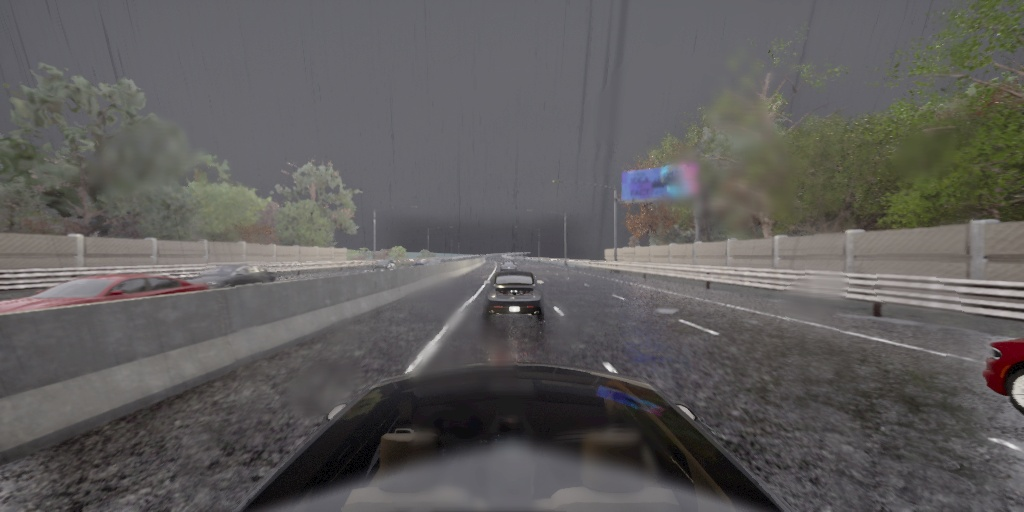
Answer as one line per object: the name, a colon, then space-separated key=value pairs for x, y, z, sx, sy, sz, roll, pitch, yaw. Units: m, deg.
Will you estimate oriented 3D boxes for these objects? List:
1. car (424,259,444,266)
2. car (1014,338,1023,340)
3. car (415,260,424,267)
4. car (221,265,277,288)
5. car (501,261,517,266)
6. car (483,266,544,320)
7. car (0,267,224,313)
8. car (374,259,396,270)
car: x=-11.337 y=1.241 z=53.908 sx=1.837 sy=1.490 sz=4.892 roll=0 pitch=0 yaw=-1
car: x=7.093 y=1.226 z=2.536 sx=1.882 sy=1.535 sz=5.008 roll=0 pitch=0 yaw=0
car: x=-15.010 y=1.332 z=60.463 sx=1.895 sy=1.301 sz=4.718 roll=0 pitch=0 yaw=-1
car: x=-14.184 y=1.245 z=18.225 sx=2.128 sy=1.511 sz=4.902 roll=0 pitch=0 yaw=-1
car: x=-0.394 y=1.306 z=43.201 sx=1.994 sy=1.385 sz=4.181 roll=0 pitch=0 yaw=-1
car: x=0.059 y=1.255 z=12.557 sx=1.837 sy=1.490 sz=4.892 roll=0 pitch=0 yaw=0
car: x=-10.625 y=1.230 z=9.464 sx=1.882 sy=1.535 sz=5.008 roll=0 pitch=0 yaw=0
car: x=-18.282 y=1.245 z=51.860 sx=1.837 sy=1.490 sz=4.892 roll=0 pitch=0 yaw=-1
